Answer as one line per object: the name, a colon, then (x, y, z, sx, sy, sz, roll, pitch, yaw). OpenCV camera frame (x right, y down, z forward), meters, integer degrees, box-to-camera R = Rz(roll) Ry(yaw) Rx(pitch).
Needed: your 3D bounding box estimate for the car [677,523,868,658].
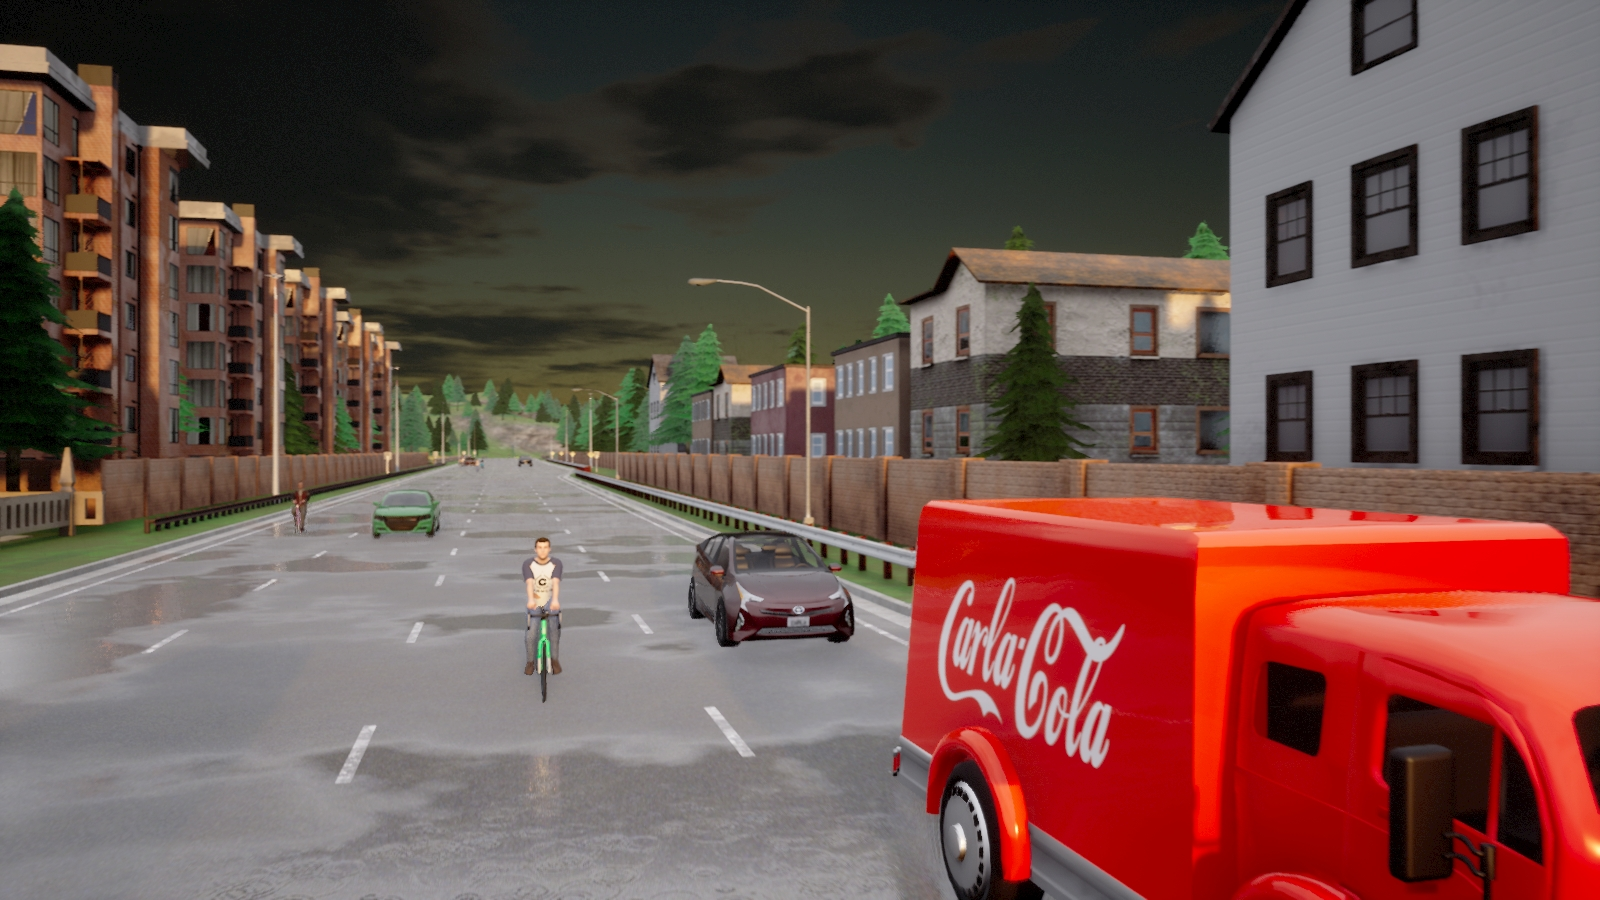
car: (-0.590, 2.059, 17.900, 2.007, 1.525, 4.514, 0, 0, -15)

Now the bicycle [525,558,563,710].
bicycle: (-2.975, 2.070, 13.223, 0.373, 1.496, 1.643, 0, 0, -15)

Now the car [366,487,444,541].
car: (-13.117, 2.075, 38.225, 2.097, 1.535, 5.006, 0, 0, -15)

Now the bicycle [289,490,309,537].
bicycle: (-16.711, 2.101, 38.159, 0.329, 1.471, 1.835, 0, 0, -15)

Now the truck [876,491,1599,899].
truck: (2.495, 1.569, 6.014, 2.627, 2.467, 5.204, 0, 0, -15)
